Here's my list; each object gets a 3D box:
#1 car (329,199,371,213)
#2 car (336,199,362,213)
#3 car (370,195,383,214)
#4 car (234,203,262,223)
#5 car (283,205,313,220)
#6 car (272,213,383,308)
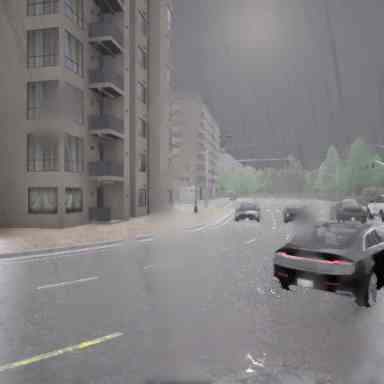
[{"bbox_3d":[11.311,1.506,24.352,1.837,1.490,4.892,0,0,15],"label":"car"},{"bbox_3d":[18.149,1.525,38.652,1.812,1.442,4.674,0,0,13],"label":"car"},{"bbox_3d":[15.436,1.221,25.911,2.150,2.045,5.566,0,0,13],"label":"car"},{"bbox_3d":[4.464,1.547,25.944,2.033,1.411,5.357,0,0,14],"label":"car"},{"bbox_3d":[7.603,1.601,24.101,1.895,1.301,4.718,0,0,14],"label":"car"},{"bbox_3d":[3.730,1.491,8.048,2.128,1.511,4.902,0,0,42],"label":"car"}]
